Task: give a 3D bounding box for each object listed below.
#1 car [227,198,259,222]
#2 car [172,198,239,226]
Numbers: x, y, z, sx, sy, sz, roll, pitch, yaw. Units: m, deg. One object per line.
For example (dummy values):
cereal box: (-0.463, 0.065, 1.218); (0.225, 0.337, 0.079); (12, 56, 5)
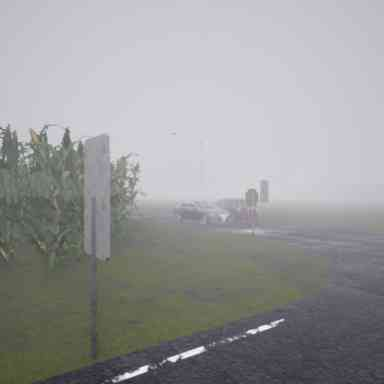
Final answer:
car: (2.665, 1.229, 24.282); (2.097, 1.767, 4.553); (0, 1, -34)
car: (0.555, 1.381, 22.631); (2.128, 1.511, 4.902); (0, 0, -36)
